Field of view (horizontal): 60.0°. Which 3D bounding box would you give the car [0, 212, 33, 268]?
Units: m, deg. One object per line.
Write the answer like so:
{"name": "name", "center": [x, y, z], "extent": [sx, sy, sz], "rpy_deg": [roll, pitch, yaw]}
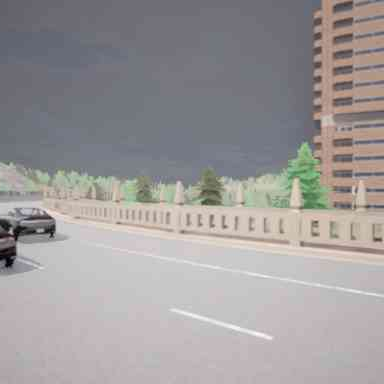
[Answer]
{"name": "car", "center": [-7.046, 1.495, 10.219], "extent": [4.902, 1.511, 2.128], "rpy_deg": [0, 0, 43]}

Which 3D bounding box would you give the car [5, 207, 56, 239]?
{"name": "car", "center": [-8.415, 1.507, 16.563], "extent": [2.128, 1.511, 4.902], "rpy_deg": [0, 0, -43]}
